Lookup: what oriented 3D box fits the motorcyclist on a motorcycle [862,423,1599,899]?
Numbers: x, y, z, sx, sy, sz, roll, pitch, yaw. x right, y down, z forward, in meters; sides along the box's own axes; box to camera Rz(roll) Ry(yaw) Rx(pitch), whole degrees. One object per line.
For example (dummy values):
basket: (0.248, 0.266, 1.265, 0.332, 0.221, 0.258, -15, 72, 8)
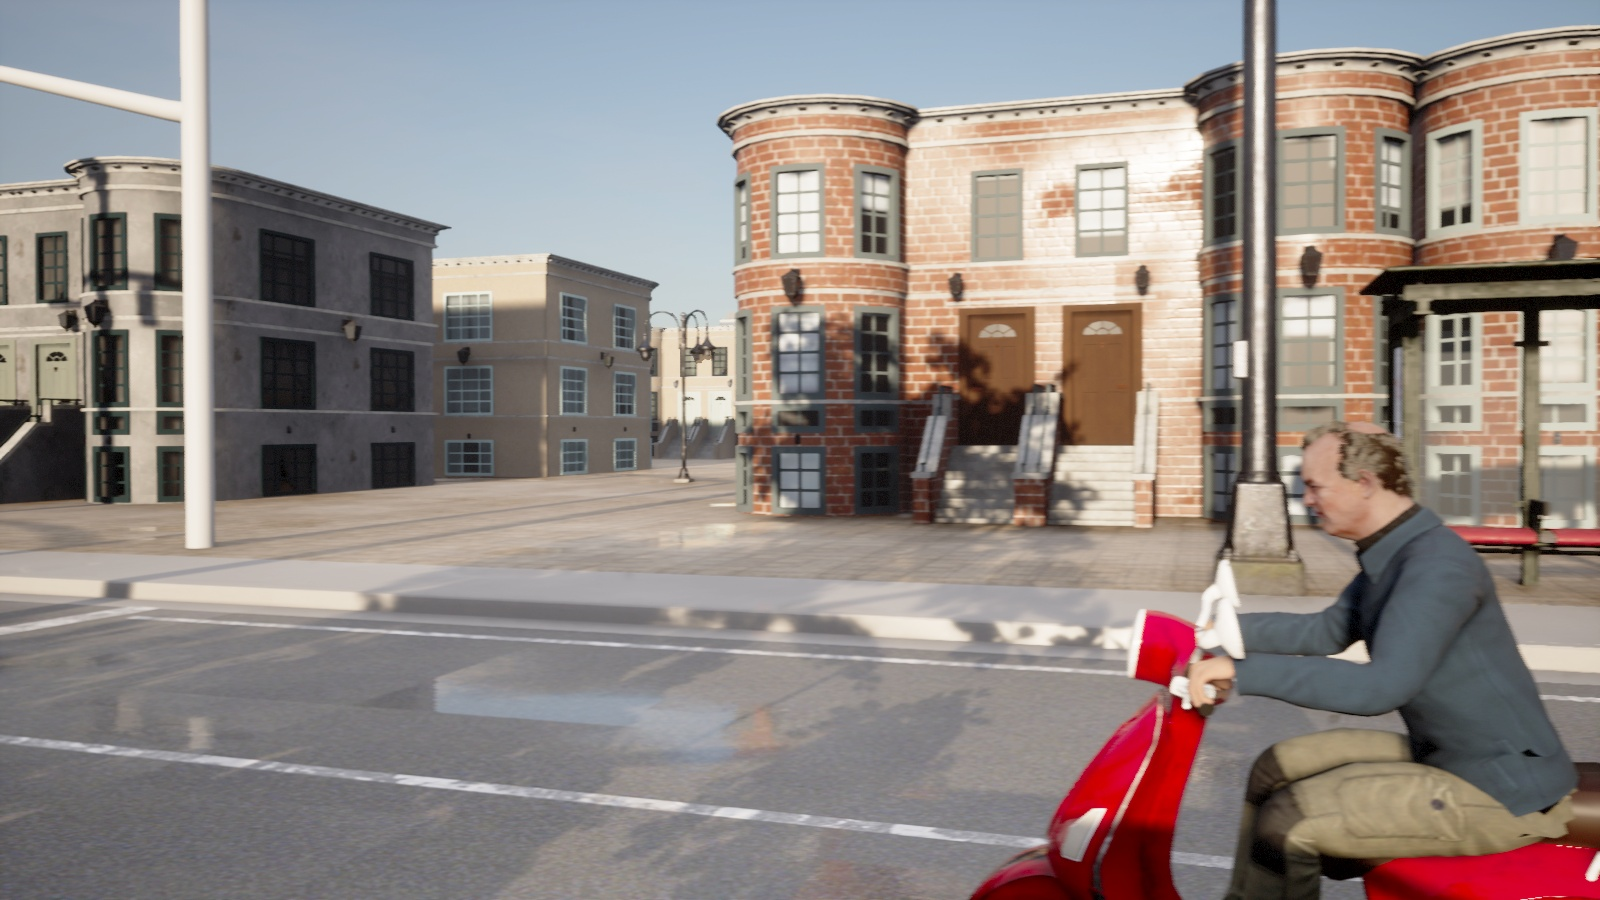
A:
motorcyclist on a motorcycle: (1.133, 0.739, 2.811, 1.817, 1.590, 0.866, 1, 1, 19)
